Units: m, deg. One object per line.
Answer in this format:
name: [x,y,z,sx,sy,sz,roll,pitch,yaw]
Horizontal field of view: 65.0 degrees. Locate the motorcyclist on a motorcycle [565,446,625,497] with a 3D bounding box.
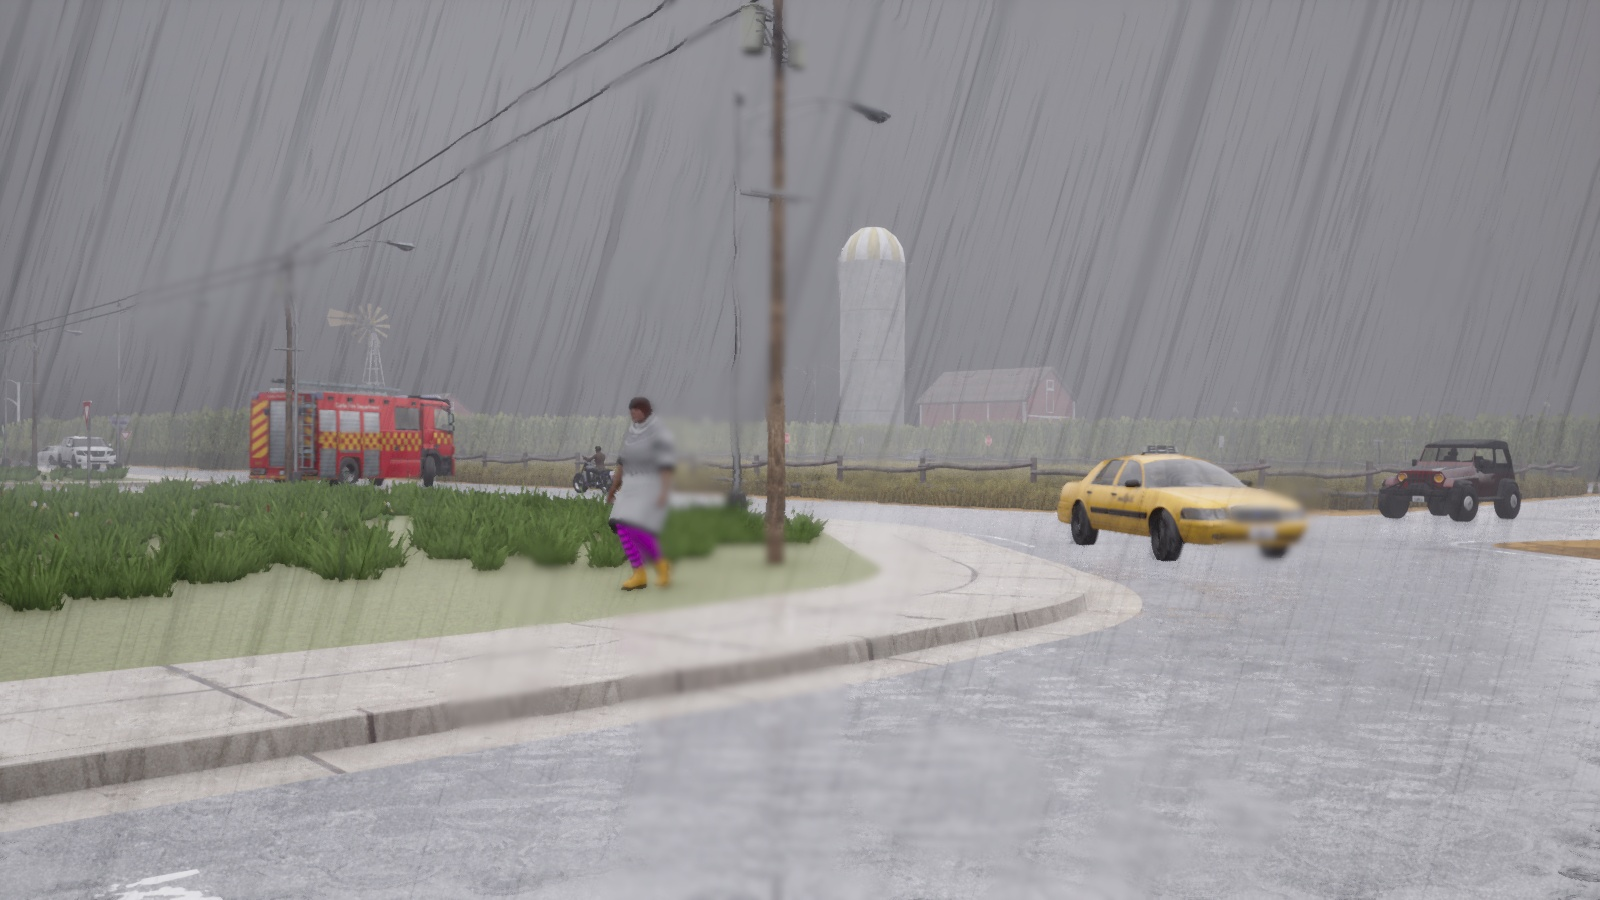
motorcyclist on a motorcycle: [-6.829,0.695,41.765,0.766,1.649,2.350,0,0,-43]

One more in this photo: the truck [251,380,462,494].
truck: [-16.172,-0.448,46.648,2.891,3.827,8.468,0,0,17]

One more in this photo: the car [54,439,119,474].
car: [-42.893,0.363,75.434,2.150,2.045,5.566,0,0,-43]

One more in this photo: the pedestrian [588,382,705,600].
pedestrian: [-1.437,0.369,11.795,0.659,1.952,0.873,0,0,41]

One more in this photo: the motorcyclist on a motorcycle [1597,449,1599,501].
motorcyclist on a motorcycle: [26.634,0.803,40.821,0.766,1.649,2.350,0,0,44]

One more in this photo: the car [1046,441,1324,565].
car: [5.451,0.679,18.688,1.801,1.575,5.366,0,0,-9]

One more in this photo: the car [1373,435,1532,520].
car: [15.444,0.608,29.667,3.866,1.878,1.905,0,0,-38]
